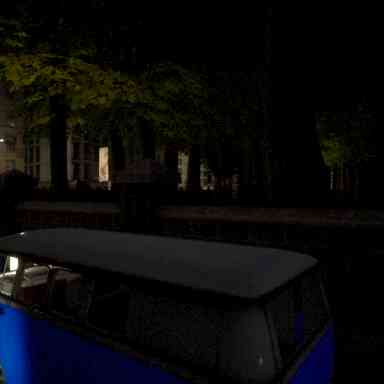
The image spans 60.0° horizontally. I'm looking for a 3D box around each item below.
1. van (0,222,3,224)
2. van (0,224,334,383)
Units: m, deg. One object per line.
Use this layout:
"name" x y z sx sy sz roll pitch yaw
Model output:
"van" -5.278 1.340 6.657 3.998 1.788 1.690 0 0 36
"van" -0.687 1.341 3.351 3.998 1.788 1.690 0 0 36
